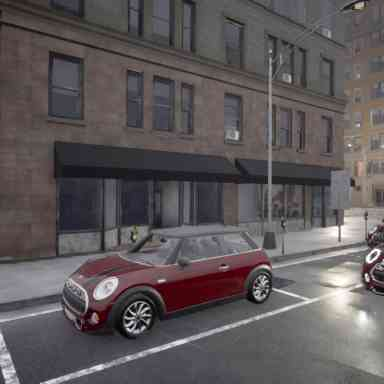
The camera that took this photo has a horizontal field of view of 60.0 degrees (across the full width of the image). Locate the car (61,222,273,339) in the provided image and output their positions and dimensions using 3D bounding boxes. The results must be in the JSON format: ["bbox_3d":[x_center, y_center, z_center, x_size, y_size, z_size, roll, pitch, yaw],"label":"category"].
[{"bbox_3d":[-0.351,1.441,6.513,4.097,1.590,1.967,0,0,-36],"label":"car"}]

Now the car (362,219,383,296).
[{"bbox_3d":[5.850,1.354,7.528,4.553,1.767,2.097,0,0,-35],"label":"car"}]
